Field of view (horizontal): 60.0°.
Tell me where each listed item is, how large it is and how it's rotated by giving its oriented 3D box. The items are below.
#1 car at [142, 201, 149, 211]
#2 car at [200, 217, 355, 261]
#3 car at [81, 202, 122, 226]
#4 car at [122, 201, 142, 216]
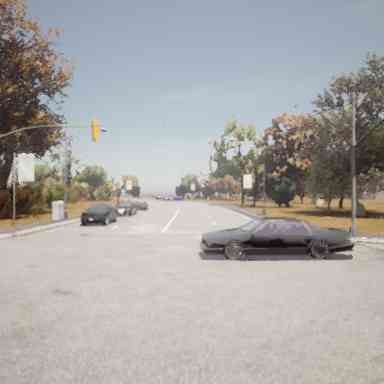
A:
[{"bbox_3d":[-7.244,1.908,46.958,1.994,1.385,4.181,0,0,-1],"label":"car"},{"bbox_3d":[3.004,1.650,12.179,5.357,1.411,2.033,0,0,-3],"label":"car"},{"bbox_3d":[-7.104,1.695,25.884,1.882,1.535,5.008,0,0,0],"label":"car"},{"bbox_3d":[-7.126,1.782,35.900,2.128,1.511,4.902,0,0,0],"label":"car"}]
